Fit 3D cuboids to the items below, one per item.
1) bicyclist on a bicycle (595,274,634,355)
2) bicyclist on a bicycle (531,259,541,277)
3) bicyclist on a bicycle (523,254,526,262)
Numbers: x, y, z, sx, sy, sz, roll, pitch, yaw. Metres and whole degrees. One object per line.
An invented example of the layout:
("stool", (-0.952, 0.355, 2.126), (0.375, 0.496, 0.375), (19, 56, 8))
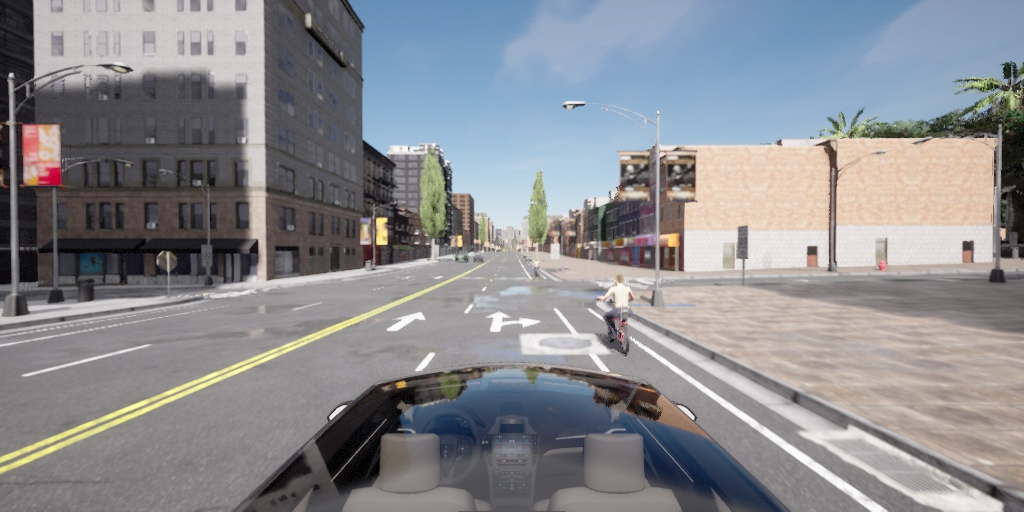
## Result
("bicyclist on a bicycle", (2.271, 1.183, 7.720), (0.866, 1.612, 1.509), (0, 0, 0))
("bicyclist on a bicycle", (2.249, 1.089, 33.260), (0.866, 1.612, 1.509), (0, 1, 0))
("bicyclist on a bicycle", (2.265, 0.452, 64.841), (0.659, 1.776, 1.843), (0, 1, 0))
